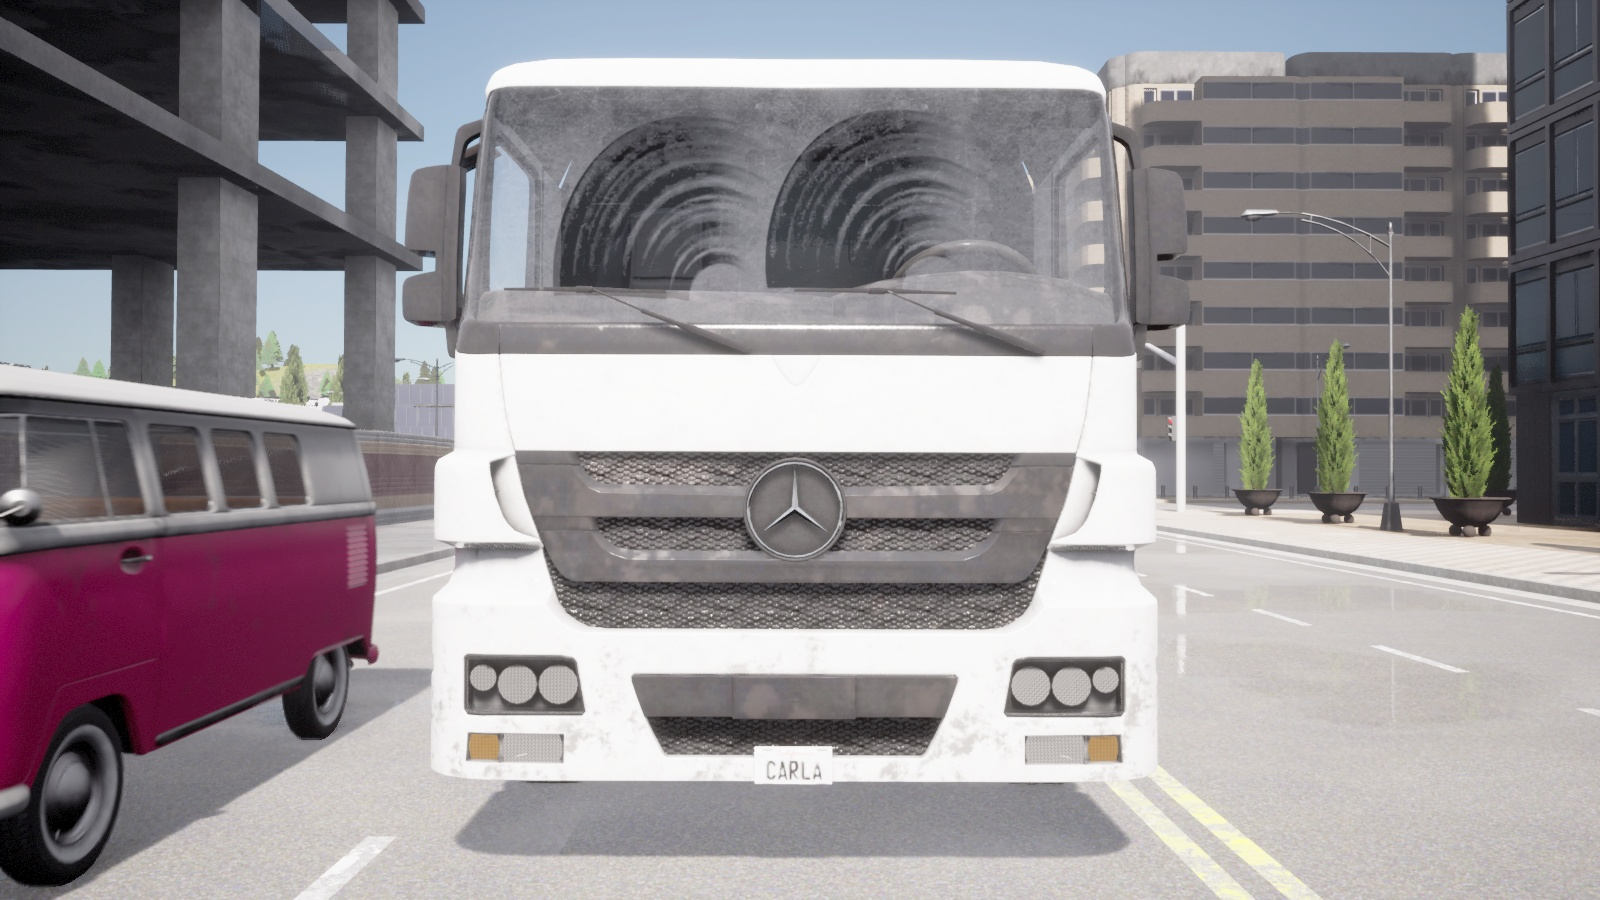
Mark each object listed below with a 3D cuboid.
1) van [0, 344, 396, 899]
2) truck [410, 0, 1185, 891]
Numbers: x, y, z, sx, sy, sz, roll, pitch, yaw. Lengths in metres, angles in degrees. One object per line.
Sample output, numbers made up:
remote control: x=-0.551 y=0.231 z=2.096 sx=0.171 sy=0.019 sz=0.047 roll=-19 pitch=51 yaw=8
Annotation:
van: x=-3.517 y=0.681 z=5.968 sx=1.775 sy=1.987 sz=4.442 roll=0 pitch=-1 yaw=0
truck: x=-0.027 y=-0.021 z=8.683 sx=2.891 sy=3.462 sz=7.936 roll=0 pitch=-1 yaw=0
